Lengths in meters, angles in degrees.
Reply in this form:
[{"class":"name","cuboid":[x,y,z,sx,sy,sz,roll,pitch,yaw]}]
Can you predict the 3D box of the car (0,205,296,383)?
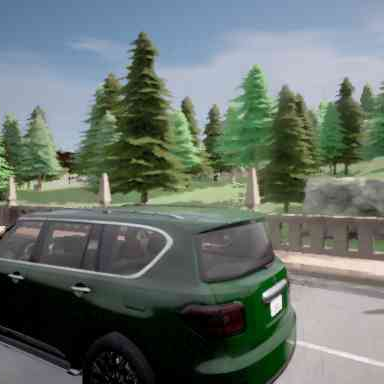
[{"class":"car","cuboid":[-1.417,1.204,4.736,5.566,2.045,2.150,0,0,33]}]
